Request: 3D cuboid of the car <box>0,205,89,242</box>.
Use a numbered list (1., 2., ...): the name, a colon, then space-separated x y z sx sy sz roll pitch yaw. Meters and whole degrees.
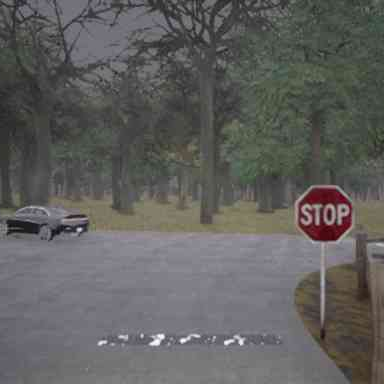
1. car: -7.056 1.357 15.542 4.902 1.511 2.128 1 -1 27
